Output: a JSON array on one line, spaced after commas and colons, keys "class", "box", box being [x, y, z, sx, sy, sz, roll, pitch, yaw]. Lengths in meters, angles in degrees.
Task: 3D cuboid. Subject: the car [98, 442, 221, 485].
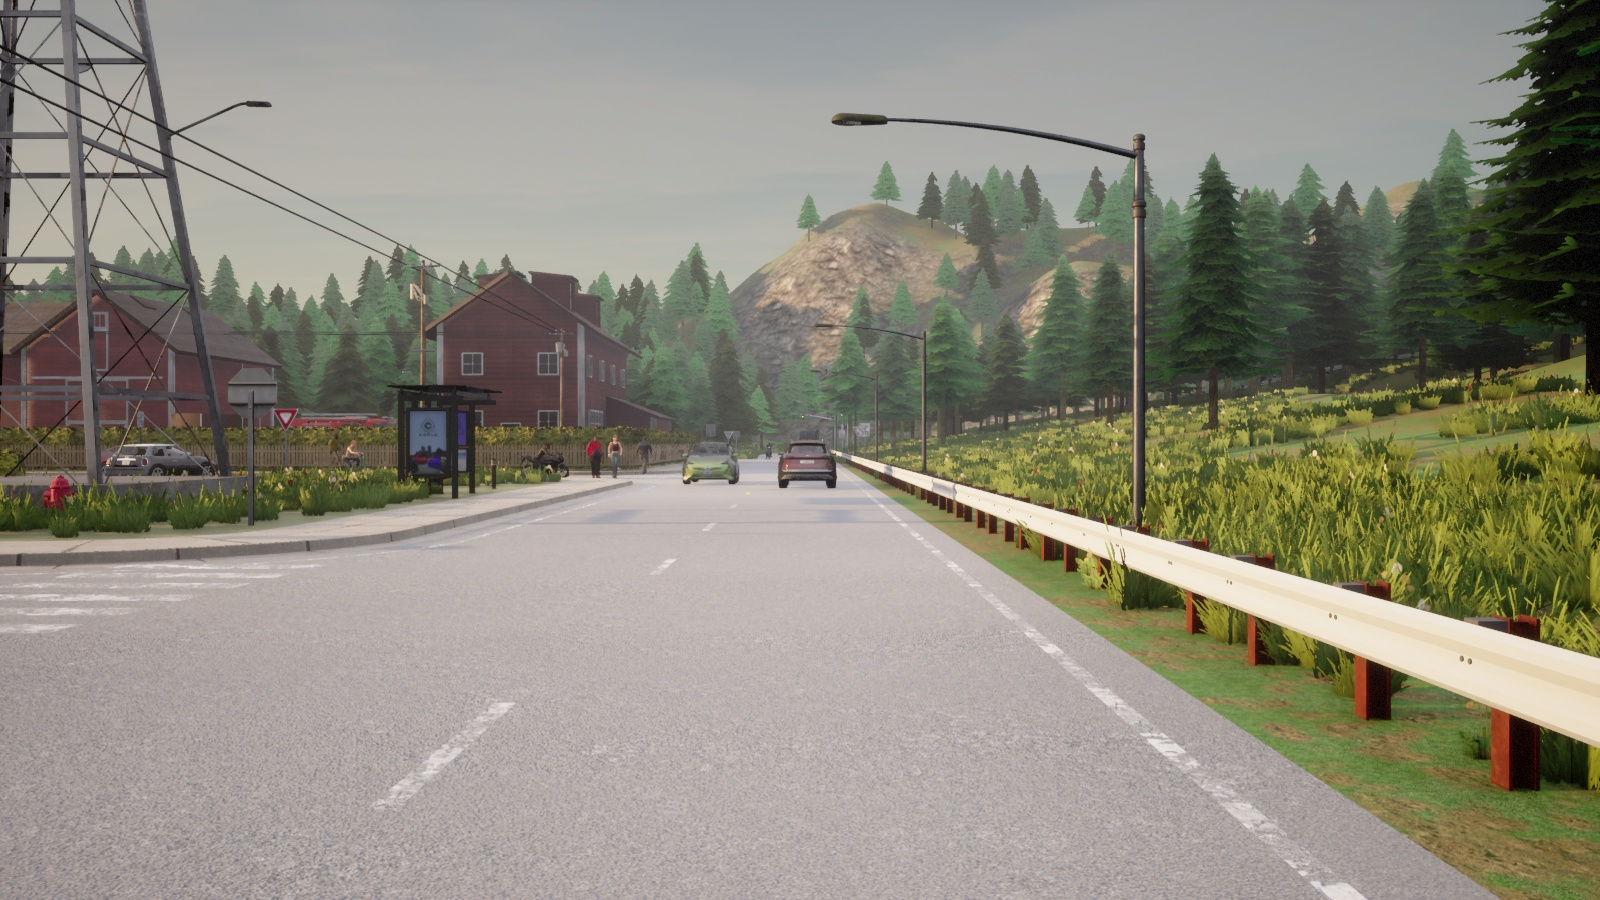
[{"class": "car", "box": [-22.544, 0.443, 44.354, 1.970, 1.475, 3.806, 0, 0, 11]}]

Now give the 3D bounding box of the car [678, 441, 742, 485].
[{"class": "car", "box": [-3.233, 0.430, 46.131, 2.007, 1.525, 4.514, 0, 0, 0]}]

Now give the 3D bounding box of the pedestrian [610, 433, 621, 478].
[{"class": "pedestrian", "box": [-7.630, 0.233, 51.890, 0.345, 1.836, 0.594, 0, 0, -17]}]

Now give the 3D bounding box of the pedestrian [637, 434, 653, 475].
[{"class": "pedestrian", "box": [-7.238, 0.195, 58.634, 0.563, 1.883, 0.849, 0, 0, 6]}]

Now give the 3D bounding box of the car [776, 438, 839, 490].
[{"class": "car", "box": [0.248, 0.436, 42.735, 2.033, 1.649, 4.856, 0, 0, 0]}]

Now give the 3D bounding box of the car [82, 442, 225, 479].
[{"class": "car", "box": [-26.543, 0.433, 51.668, 4.792, 1.488, 2.163, 0, 0, 0]}]

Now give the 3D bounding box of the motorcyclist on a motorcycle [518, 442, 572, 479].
[{"class": "motorcyclist on a motorcycle", "box": [-10.493, 0.428, 51.699, 2.044, 1.523, 0.797, 0, 0, 1]}]

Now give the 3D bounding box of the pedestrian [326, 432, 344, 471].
[{"class": "pedestrian", "box": [-21.904, 0.050, 59.171, 0.726, 1.835, 0.370, 0, 0, 0]}]

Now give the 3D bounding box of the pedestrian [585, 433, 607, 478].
[{"class": "pedestrian", "box": [-8.566, 0.227, 52.705, 0.634, 1.844, 0.899, 0, 0, -28]}]
